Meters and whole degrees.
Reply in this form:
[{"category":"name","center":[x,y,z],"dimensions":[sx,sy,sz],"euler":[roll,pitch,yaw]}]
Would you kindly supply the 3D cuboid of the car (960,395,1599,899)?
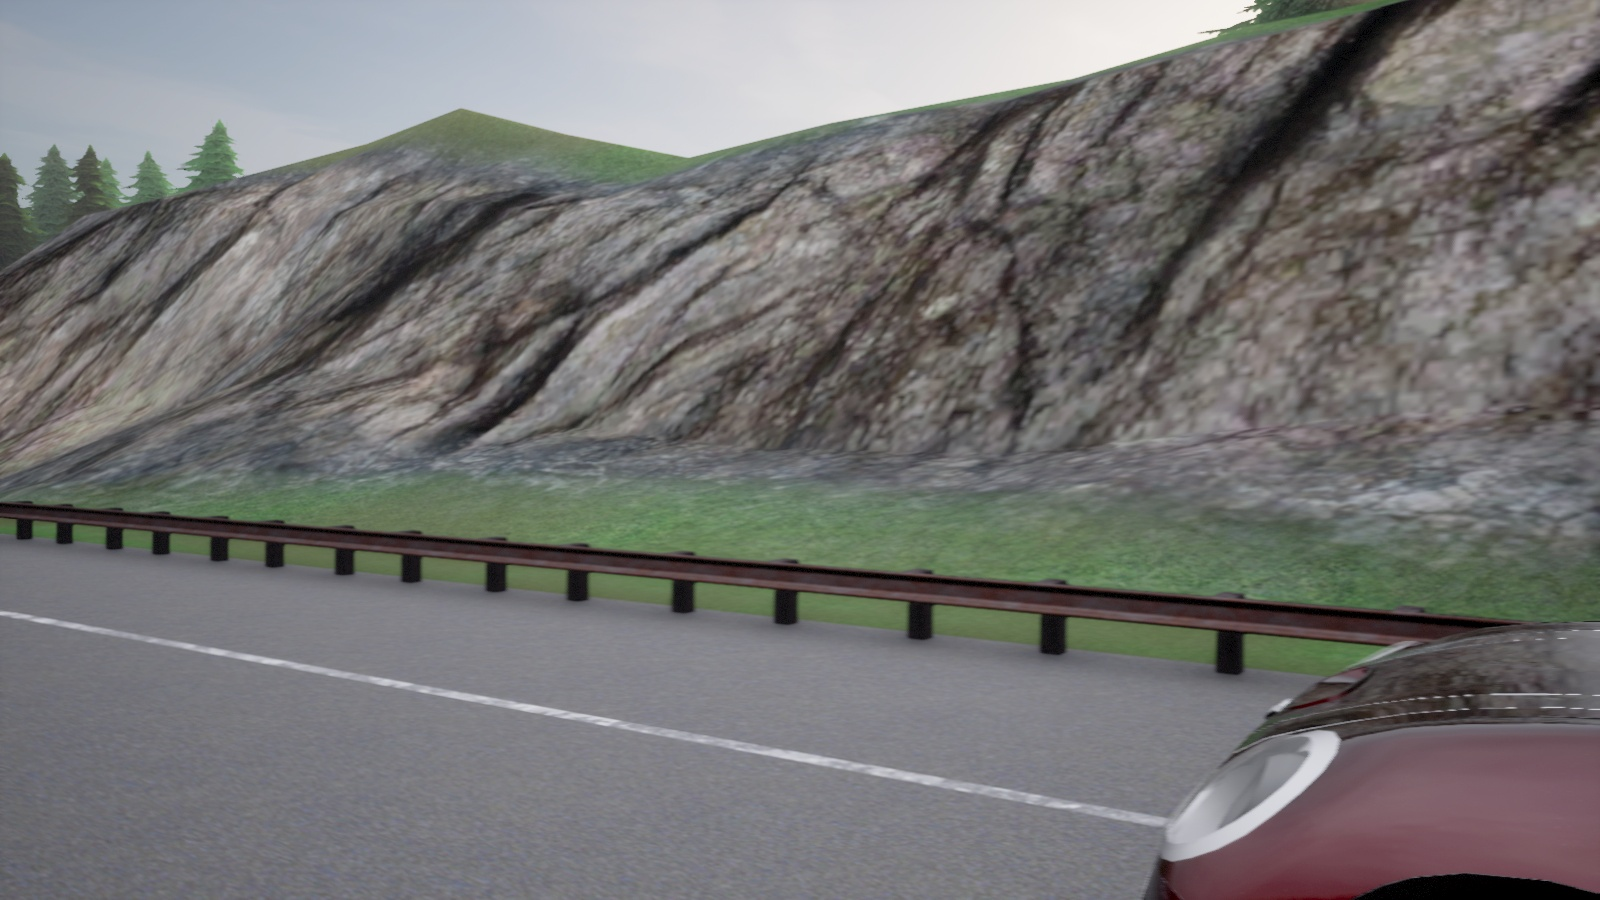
[{"category":"car","center":[2.421,0.647,2.014],"dimensions":[3.806,1.475,1.970],"euler":[0,1,34]}]
